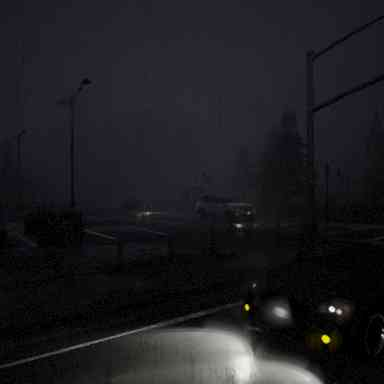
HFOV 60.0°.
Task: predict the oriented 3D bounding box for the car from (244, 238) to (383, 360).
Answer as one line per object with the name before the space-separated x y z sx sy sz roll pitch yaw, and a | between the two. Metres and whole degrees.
car | 2.928 1.564 5.960 4.181 1.385 1.994 0 0 -35

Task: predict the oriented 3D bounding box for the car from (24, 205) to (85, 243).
car | -6.392 1.340 15.297 2.007 1.523 4.514 0 0 -36

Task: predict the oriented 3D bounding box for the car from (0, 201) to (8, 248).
car | -8.901 1.331 13.414 2.152 1.636 5.027 0 0 -36

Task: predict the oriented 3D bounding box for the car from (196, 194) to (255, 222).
car | 2.561 1.222 26.907 2.150 2.045 5.566 0 0 -36

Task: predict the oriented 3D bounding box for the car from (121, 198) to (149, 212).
car | -6.840 1.491 39.655 2.128 1.511 4.902 0 0 -36
